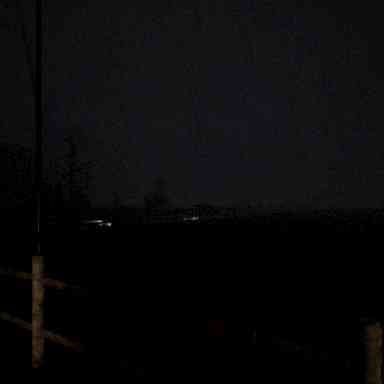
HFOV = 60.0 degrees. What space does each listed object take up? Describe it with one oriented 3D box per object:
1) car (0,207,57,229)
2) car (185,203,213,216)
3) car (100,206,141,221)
[{"bbox_3d":[-12.784,1.828,24.467,2.033,1.411,5.357,1,-1,35],"label":"car"},{"bbox_3d":[1.009,2.288,43.750,1.837,1.490,4.892,1,0,36],"label":"car"},{"bbox_3d":[-6.936,2.060,32.651,1.994,1.385,4.181,1,-1,36],"label":"car"}]
